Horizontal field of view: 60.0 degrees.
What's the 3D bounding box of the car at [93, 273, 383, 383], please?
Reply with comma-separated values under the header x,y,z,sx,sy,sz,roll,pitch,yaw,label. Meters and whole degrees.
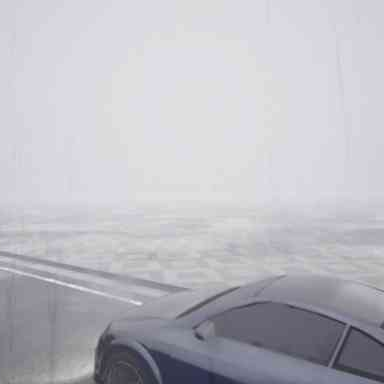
x,y,z,sx,sy,sz,roll,pitch,yaw,label
0.942,1.570,3.319,4.181,1.385,1.994,0,0,35,car
